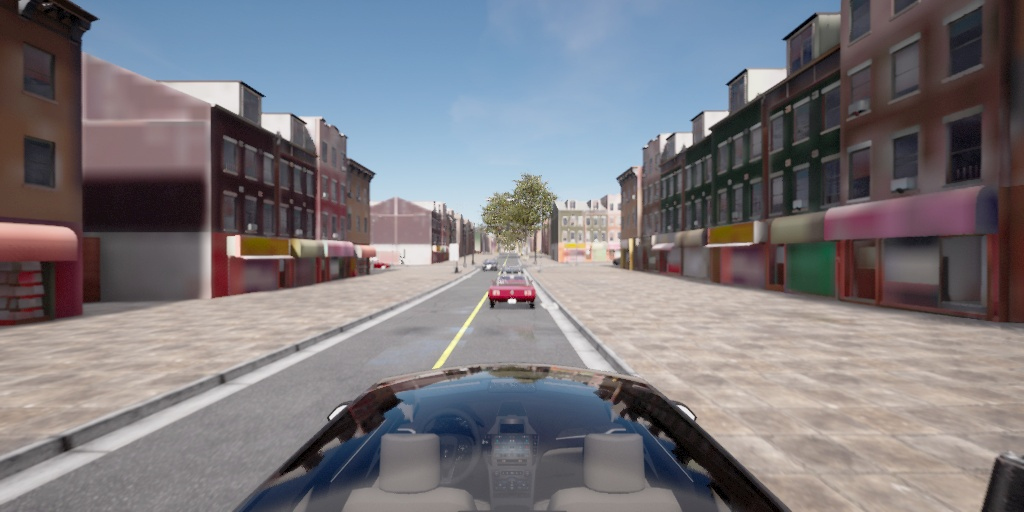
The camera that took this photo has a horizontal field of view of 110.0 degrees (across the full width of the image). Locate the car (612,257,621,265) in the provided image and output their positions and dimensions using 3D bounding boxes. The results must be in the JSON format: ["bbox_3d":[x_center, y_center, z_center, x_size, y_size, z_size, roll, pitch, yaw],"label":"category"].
[{"bbox_3d":[17.236,0.784,53.695,4.313,1.339,1.948,0,0,0],"label":"car"}]

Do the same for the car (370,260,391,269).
[{"bbox_3d":[-20.346,1.319,53.574,4.507,1.381,1.888,0,0,0],"label":"car"}]

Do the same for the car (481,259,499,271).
[{"bbox_3d":[-2.734,1.089,45.255,2.128,1.511,4.902,0,1,0],"label":"car"}]

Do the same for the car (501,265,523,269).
[{"bbox_3d":[0.016,1.387,30.929,1.895,1.301,4.718,0,1,0],"label":"car"}]

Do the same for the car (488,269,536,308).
[{"bbox_3d":[0.009,1.444,15.935,1.895,1.301,4.718,0,0,0],"label":"car"}]
